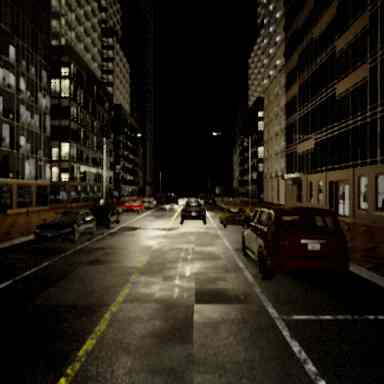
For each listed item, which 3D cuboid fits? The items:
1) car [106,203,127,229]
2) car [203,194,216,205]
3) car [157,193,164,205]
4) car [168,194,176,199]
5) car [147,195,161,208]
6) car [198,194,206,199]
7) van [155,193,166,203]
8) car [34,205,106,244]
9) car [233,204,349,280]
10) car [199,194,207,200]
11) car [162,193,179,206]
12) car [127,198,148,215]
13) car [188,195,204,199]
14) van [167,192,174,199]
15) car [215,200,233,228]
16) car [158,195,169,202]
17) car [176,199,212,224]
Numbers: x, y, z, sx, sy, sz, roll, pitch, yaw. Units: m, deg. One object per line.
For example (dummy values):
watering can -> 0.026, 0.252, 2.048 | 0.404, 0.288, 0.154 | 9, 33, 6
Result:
car -> -5.694, 1.496, 21.126 | 1.947, 1.339, 4.313 | 0, 0, 0
car -> 2.677, 1.391, 49.577 | 1.947, 1.339, 4.313 | 0, 0, 0
car -> -5.706, 1.347, 55.278 | 1.887, 1.381, 4.507 | 0, 0, 0
car -> -5.719, 1.201, 95.124 | 1.947, 1.339, 4.313 | 0, 0, 0
car -> -5.702, 1.397, 43.894 | 2.008, 1.369, 4.403 | 0, 0, 0
car -> 2.664, 1.185, 89.590 | 1.752, 1.417, 4.829 | 0, 0, 0
van -> -5.707, 1.121, 60.970 | 1.690, 1.788, 3.998 | 0, 0, 0
car -> -5.692, 1.501, 15.433 | 2.008, 1.369, 4.403 | 0, 0, 0
car -> 2.691, 1.284, 9.731 | 2.192, 1.841, 5.009 | 0, 0, 0
car -> 2.665, 1.267, 83.728 | 1.802, 1.307, 4.206 | 0, 0, 0
car -> -3.037, 1.361, 52.507 | 2.033, 1.411, 5.357 | 0, 0, 1
car -> -5.698, 1.471, 32.508 | 1.802, 1.307, 4.206 | 0, 0, 0
car -> 0.085, 1.400, 42.119 | 2.033, 1.411, 5.357 | 0, 0, 0
van -> -5.716, 1.001, 89.431 | 1.690, 1.788, 3.998 | 0, 0, 0
car -> 2.686, 1.455, 21.285 | 1.752, 1.417, 4.829 | 0, 0, 0
car -> -5.709, 1.339, 66.663 | 1.802, 1.307, 4.206 | 0, 0, 0
car -> 0.093, 1.467, 24.174 | 2.033, 1.411, 5.357 | 0, 0, 0
